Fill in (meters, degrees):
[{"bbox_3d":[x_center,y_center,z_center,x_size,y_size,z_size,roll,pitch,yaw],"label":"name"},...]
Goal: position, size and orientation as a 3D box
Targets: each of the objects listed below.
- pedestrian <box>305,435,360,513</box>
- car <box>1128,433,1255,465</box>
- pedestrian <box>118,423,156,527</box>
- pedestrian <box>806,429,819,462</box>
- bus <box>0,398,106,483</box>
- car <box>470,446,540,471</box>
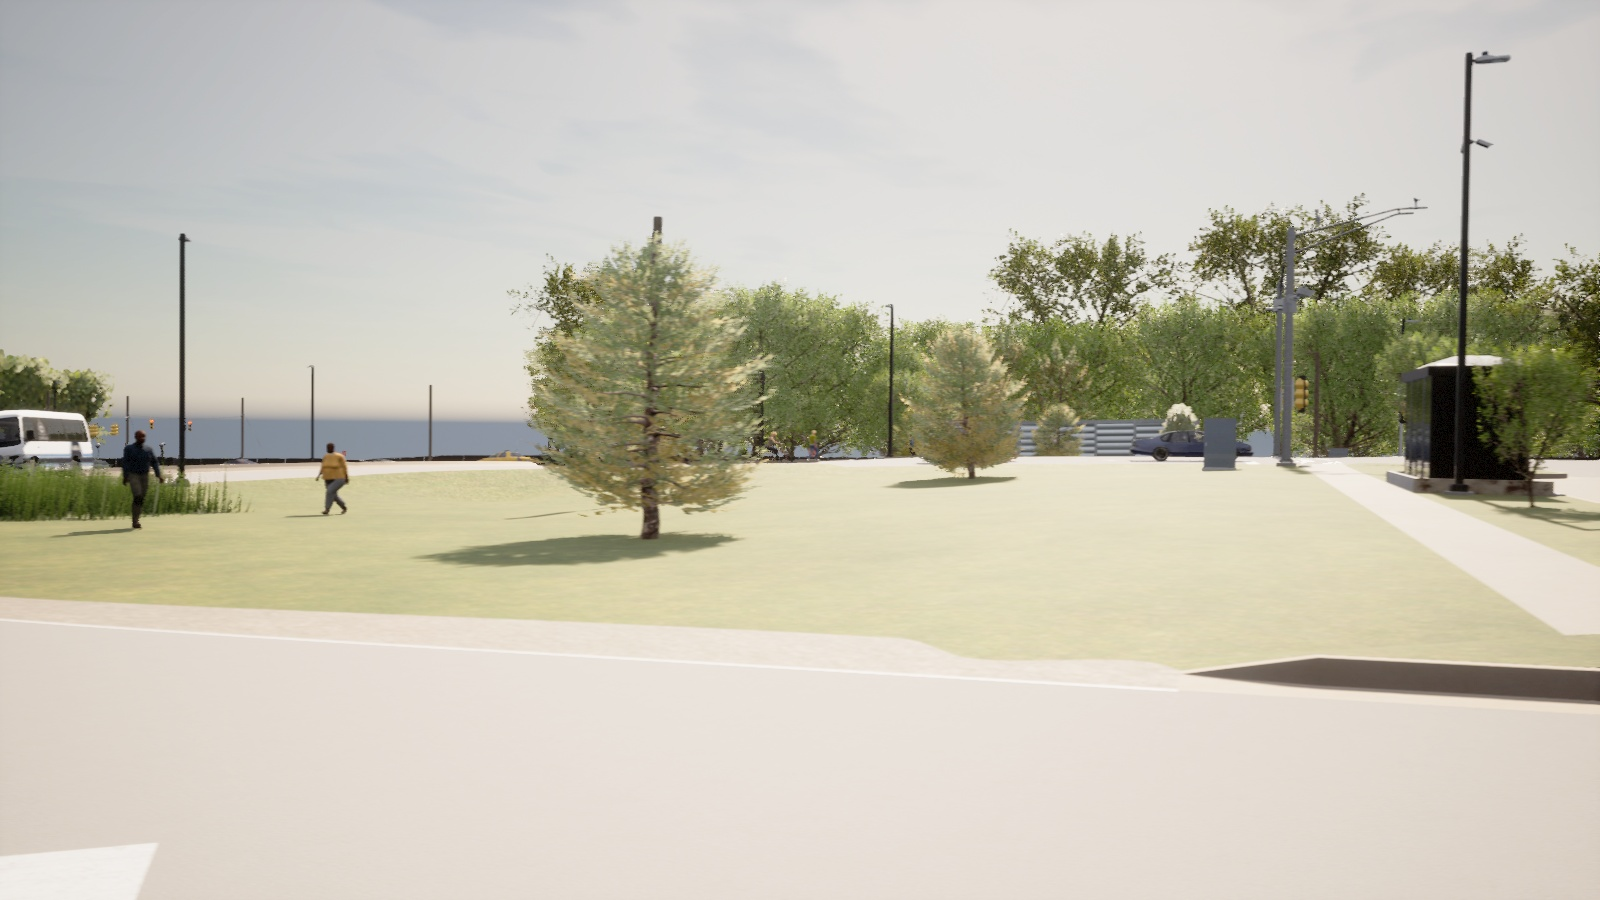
[{"bbox_3d":[-11.411,0.562,30.663,0.874,1.855,0.900,2,1,23],"label":"pedestrian"},{"bbox_3d":[17.783,-0.061,57.258,5.357,1.411,2.033,1,1,13],"label":"car"},{"bbox_3d":[-12.061,0.442,22.830,0.726,1.835,0.370,2,2,42],"label":"pedestrian"},{"bbox_3d":[0.707,-0.273,71.008,0.706,1.836,0.354,0,2,-44],"label":"pedestrian"},{"bbox_3d":[-44.980,-0.473,73.463,3.944,4.253,10.273,-8,1,-9],"label":"bus"},{"bbox_3d":[-21.225,0.628,90.156,5.366,1.575,1.801,-1,-6,38],"label":"car"}]
